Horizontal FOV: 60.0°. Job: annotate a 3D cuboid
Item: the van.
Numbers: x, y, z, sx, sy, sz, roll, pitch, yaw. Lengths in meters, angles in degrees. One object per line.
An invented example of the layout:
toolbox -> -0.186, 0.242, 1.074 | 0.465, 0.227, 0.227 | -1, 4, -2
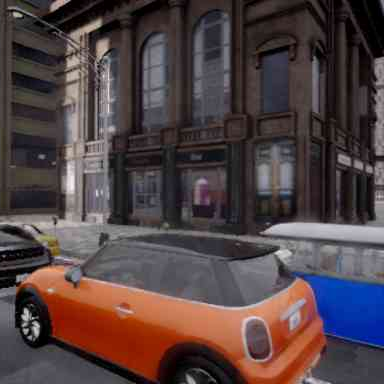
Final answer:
van -> 2.686, 1.394, 4.709 | 3.998, 1.788, 1.690 | 0, -1, 36

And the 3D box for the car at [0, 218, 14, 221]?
car -> -5.458, 1.548, 8.408 | 4.892, 1.490, 1.837 | 0, -1, 36

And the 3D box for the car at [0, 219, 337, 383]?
car -> -0.607, 1.389, 4.826 | 4.553, 1.767, 2.097 | 0, -1, 36
